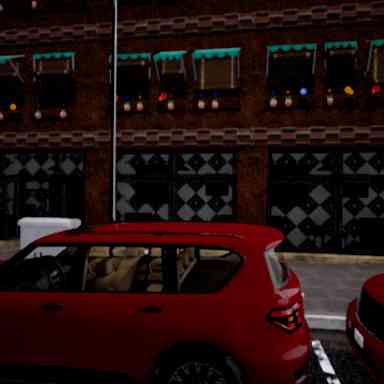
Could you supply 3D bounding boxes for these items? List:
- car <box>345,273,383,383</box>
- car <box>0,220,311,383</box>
[{"bbox_3d":[4.352,1.318,3.320,5.009,1.841,2.192,0,1,9],"label":"car"},{"bbox_3d":[-1.125,1.318,4.209,5.009,1.841,2.192,0,1,9],"label":"car"}]
